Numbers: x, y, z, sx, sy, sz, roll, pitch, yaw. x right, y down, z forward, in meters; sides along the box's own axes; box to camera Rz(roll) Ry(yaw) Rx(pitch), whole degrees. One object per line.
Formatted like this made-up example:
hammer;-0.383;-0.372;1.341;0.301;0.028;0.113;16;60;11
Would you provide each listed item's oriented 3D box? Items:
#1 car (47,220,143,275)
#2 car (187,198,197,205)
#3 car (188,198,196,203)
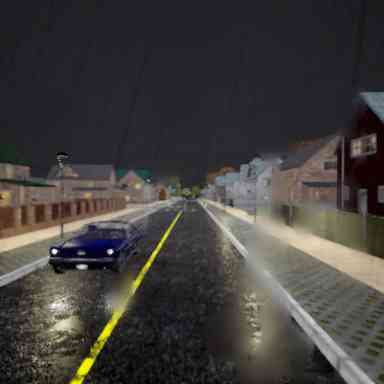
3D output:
car;-2.828;1.633;10.758;1.895;1.301;4.718;0;0;0
car;0.020;1.892;66.433;2.033;1.411;5.357;0;0;0
car;0.023;1.951;77.013;1.895;1.301;4.718;0;-1;0
